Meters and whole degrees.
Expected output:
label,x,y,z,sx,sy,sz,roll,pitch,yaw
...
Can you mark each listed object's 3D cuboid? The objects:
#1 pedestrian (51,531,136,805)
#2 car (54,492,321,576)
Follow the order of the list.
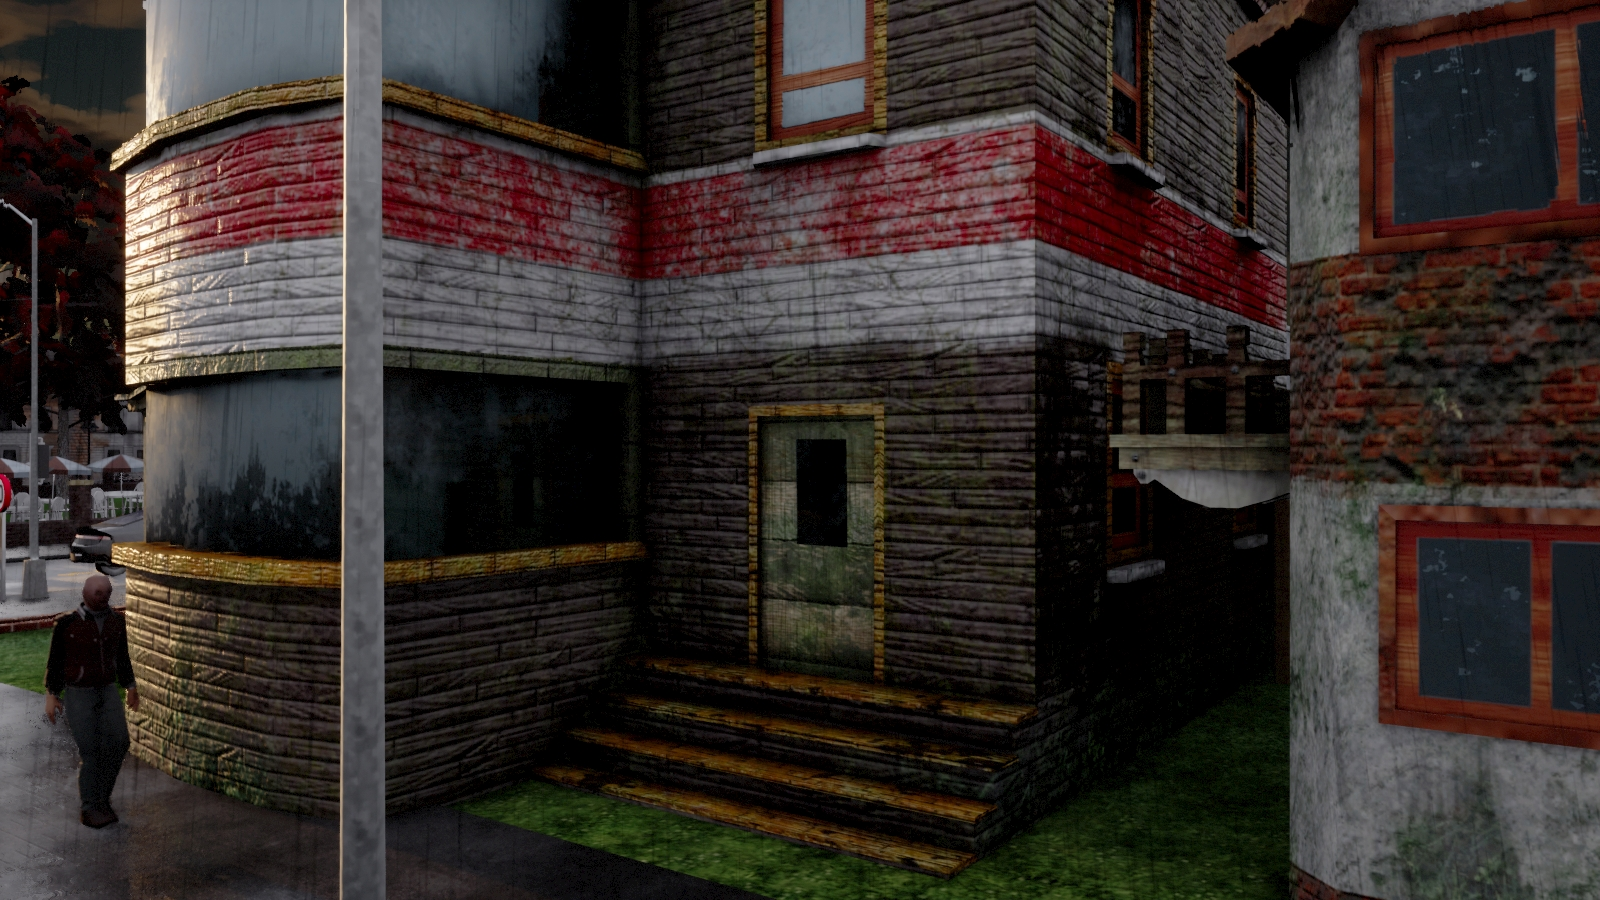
label,x,y,z,sx,sy,sz,roll,pitch,yaw
pedestrian,-5.025,1.522,8.135,0.375,1.860,0.375,0,0,28
car,-13.748,1.817,25.958,2.128,1.511,4.902,0,0,34
